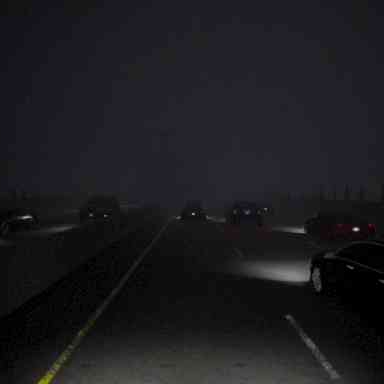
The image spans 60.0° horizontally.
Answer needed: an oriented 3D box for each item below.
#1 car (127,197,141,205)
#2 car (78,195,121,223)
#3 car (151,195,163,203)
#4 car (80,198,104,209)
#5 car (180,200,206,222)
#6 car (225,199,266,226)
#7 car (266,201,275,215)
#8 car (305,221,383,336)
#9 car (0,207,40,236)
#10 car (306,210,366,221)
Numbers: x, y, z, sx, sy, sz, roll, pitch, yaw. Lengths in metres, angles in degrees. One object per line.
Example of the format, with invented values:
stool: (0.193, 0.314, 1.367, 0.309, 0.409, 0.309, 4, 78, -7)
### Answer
car: (-10.535, 1.644, 60.233, 1.812, 1.442, 4.674, 0, 0, 0)
car: (-7.096, 1.263, 26.166, 2.150, 2.045, 5.566, 0, 0, 0)
car: (-7.102, 1.363, 68.153, 2.097, 1.767, 4.553, 0, 0, -1)
car: (-14.071, 1.592, 46.952, 1.837, 1.490, 4.892, 0, -1, 0)
car: (0.102, 1.607, 26.690, 1.994, 1.385, 4.181, 0, 0, 0)
car: (3.603, 1.389, 23.824, 2.097, 1.767, 4.553, 0, 0, 0)
car: (7.103, 1.622, 34.131, 1.994, 1.385, 4.181, 0, 0, 0)
car: (3.600, 1.510, 5.672, 1.837, 1.490, 4.892, 0, 0, 0)
car: (-10.598, 1.574, 18.914, 2.033, 1.411, 5.357, 0, 0, 0)
car: (7.102, 1.586, 16.415, 1.994, 1.385, 4.181, 0, 0, 0)
